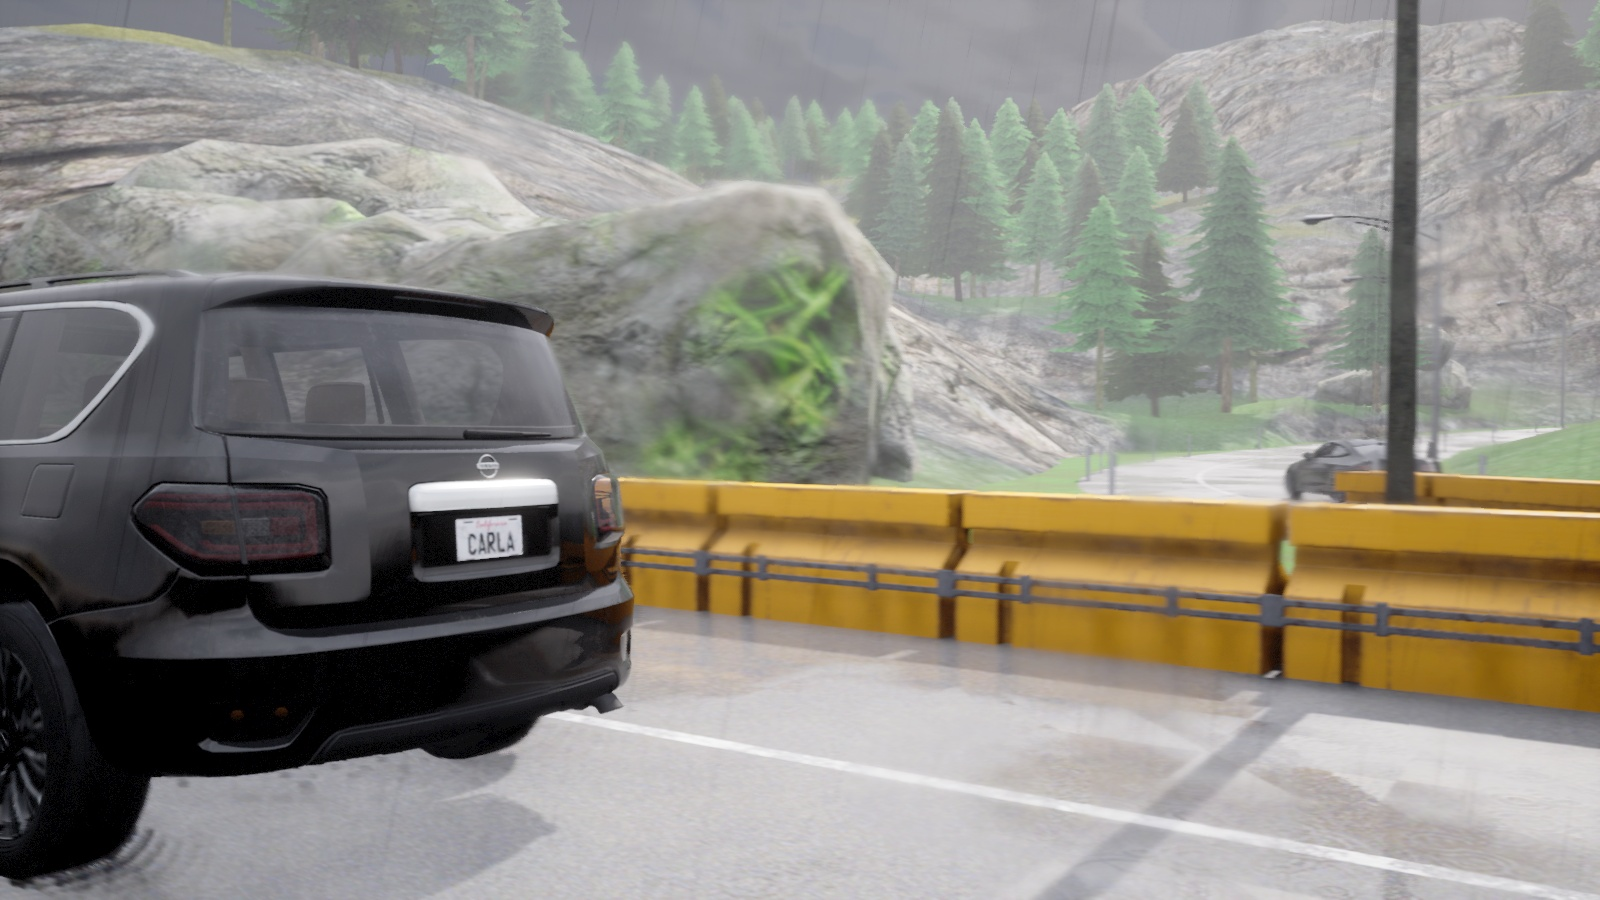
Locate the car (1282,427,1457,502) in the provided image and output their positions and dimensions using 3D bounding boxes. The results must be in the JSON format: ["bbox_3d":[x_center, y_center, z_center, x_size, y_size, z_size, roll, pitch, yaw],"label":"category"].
[{"bbox_3d":[12.077,0.246,27.002,1.812,1.442,4.674,-1,1,3],"label":"car"}]

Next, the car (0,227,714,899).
[{"bbox_3d":[-3.274,0.412,5.794,5.566,2.045,2.150,0,1,34],"label":"car"}]
